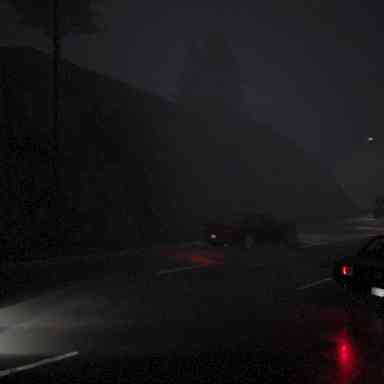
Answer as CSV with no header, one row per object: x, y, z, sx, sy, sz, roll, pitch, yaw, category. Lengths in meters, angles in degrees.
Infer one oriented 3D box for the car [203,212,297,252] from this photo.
2.739,1.616,14.831,5.008,1.535,1.882,0,0,-40,car

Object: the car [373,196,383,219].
18.556,1.419,31.140,2.150,2.045,5.566,0,0,39,car

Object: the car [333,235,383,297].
5.333,1.649,7.822,4.718,1.301,1.895,0,-1,-40,car
